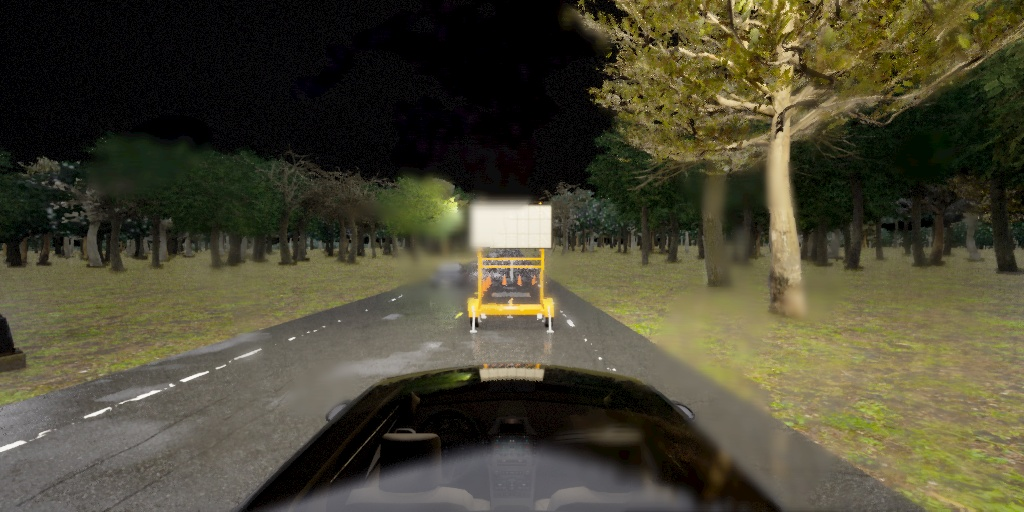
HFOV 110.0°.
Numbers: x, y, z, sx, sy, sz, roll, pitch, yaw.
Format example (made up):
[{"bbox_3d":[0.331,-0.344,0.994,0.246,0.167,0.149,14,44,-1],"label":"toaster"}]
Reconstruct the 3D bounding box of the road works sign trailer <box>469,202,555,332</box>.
[{"bbox_3d":[-0.006,0.194,10.732,2.380,3.560,2.880,0,0,0],"label":"road works sign trailer"}]

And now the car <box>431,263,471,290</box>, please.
[{"bbox_3d":[-3.612,1.172,21.846,1.812,1.442,4.674,0,1,0],"label":"car"}]
